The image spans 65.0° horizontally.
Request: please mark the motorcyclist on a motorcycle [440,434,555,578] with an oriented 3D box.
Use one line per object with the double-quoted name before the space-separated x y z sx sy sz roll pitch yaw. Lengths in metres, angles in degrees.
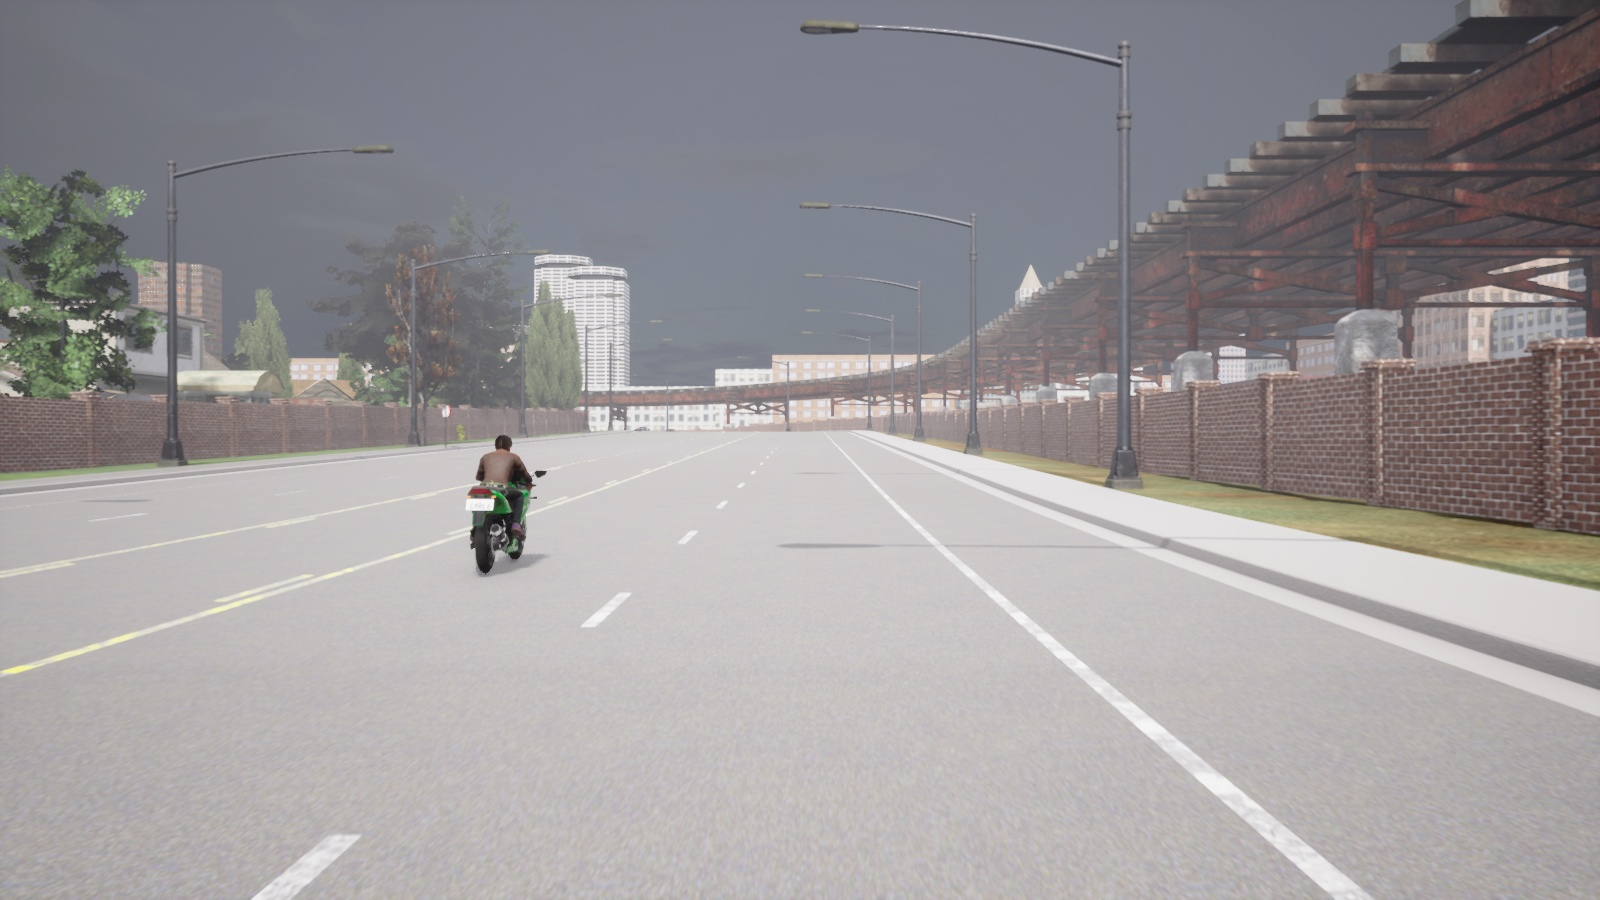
"motorcyclist on a motorcycle" -3.401 0.578 14.311 0.797 1.523 2.044 0 1 0
